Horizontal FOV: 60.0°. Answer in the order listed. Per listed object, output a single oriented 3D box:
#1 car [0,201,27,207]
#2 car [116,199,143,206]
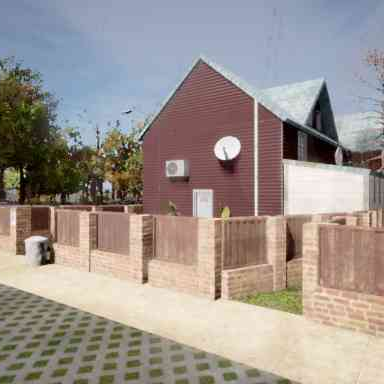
[{"bbox_3d":[-16.508,1.552,28.257,2.128,1.511,4.902,0,0,36],"label":"car"},{"bbox_3d":[-7.370,1.618,41.031,1.837,1.490,4.892,0,-1,36],"label":"car"}]
